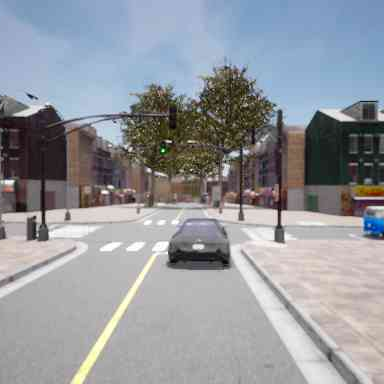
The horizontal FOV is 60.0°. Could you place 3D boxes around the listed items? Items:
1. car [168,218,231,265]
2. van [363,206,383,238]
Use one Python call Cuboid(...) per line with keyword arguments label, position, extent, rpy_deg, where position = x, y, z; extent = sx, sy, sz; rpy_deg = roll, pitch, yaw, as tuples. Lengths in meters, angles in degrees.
Cuboid(label="car", position=(0.348, 1.617, 11.931), extent=(1.994, 1.385, 4.181), rpy_deg=(0, 0, 5))
Cuboid(label="van", position=(11.800, 1.706, 18.670), extent=(3.998, 1.788, 1.690), rpy_deg=(1, 0, 0))
